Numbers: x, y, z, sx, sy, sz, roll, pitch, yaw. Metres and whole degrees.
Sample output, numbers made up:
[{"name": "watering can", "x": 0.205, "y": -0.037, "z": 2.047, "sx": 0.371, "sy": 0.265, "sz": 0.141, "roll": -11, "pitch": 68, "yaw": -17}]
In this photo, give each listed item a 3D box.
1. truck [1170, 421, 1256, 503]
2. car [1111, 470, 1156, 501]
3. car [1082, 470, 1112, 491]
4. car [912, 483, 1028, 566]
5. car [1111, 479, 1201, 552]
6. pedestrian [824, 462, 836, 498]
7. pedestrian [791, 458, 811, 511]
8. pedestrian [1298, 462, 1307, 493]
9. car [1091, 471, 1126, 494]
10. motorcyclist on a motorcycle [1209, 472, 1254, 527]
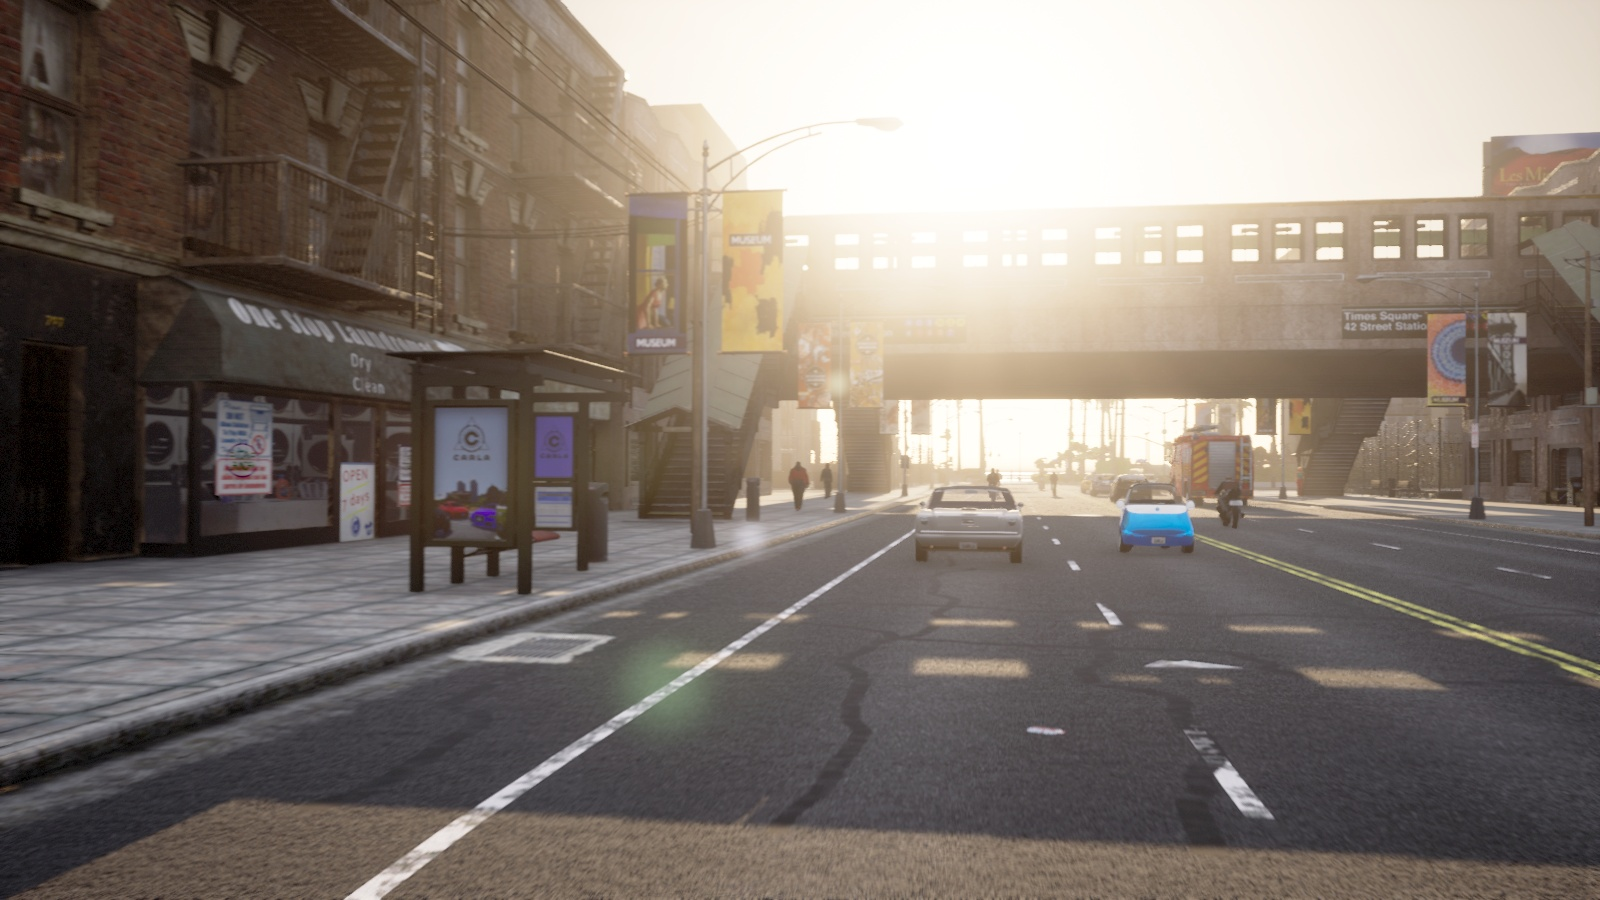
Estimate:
[{"name": "truck", "x": 20.525, "y": 0.640, "z": 62.900, "sx": 2.891, "sy": 3.827, "sz": 8.468, "roll": 0, "pitch": -1, "yaw": 10}, {"name": "car", "x": 17.588, "y": 1.850, "z": 66.432, "sx": 1.882, "sy": 1.535, "sz": 5.008, "roll": 0, "pitch": -1, "yaw": 10}, {"name": "car", "x": 22.093, "y": 2.251, "z": 93.499, "sx": 1.801, "sy": 1.575, "sz": 5.366, "roll": 0, "pitch": -1, "yaw": 10}, {"name": "car", "x": 3.189, "y": 1.292, "z": 23.086, "sx": 1.895, "sy": 1.301, "sz": 4.718, "roll": 0, "pitch": -1, "yaw": 9}, {"name": "car", "x": 7.058, "y": 1.267, "z": 25.035, "sx": 1.481, "sy": 1.376, "sz": 2.207, "roll": 0, "pitch": -1, "yaw": 9}, {"name": "pedestrian", "x": 1.542, "y": 1.535, "z": 63.797, "sx": 0.370, "sy": 1.835, "sz": 0.726, "roll": -1, "pitch": -1, "yaw": 23}, {"name": "pedestrian", "x": 0.036, "y": 1.206, "z": 43.855, "sx": 0.634, "sy": 1.844, "sz": 0.899, "roll": 0, "pitch": -1, "yaw": 3}, {"name": "pedestrian", "x": 30.059, "y": 1.636, "z": 75.144, "sx": 0.345, "sy": 1.836, "sz": 0.594, "roll": 0, "pitch": -1, "yaw": 10}, {"name": "car", "x": 20.374, "y": 2.109, "z": 83.142, "sx": 1.970, "sy": 1.475, "sz": 3.806, "roll": 0, "pitch": -1, "yaw": 9}, {"name": "motorcyclist on a motorcycle", "x": 12.488, "y": 1.421, "z": 36.406, "sx": 0.866, "sy": 1.530, "sz": 2.191, "roll": 0, "pitch": -1, "yaw": 9}]
